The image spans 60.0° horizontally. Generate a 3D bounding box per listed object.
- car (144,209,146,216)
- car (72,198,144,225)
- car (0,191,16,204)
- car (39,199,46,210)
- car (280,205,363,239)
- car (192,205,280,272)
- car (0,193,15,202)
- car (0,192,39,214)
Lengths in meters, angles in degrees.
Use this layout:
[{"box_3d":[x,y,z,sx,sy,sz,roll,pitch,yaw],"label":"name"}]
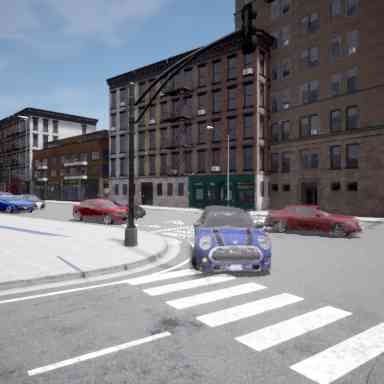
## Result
[{"box_3d":[-5.447,1.278,25.422,4.181,1.385,1.994,1,0,38],"label":"car"},{"box_3d":[-5.733,1.199,21.530,5.008,1.535,1.882,1,0,38],"label":"car"},{"box_3d":[-27.577,0.786,48.237,4.553,1.767,2.097,1,0,41],"label":"car"},{"box_3d":[-17.159,1.052,34.806,4.902,1.511,2.128,1,0,40],"label":"car"},{"box_3d":[6.015,1.398,16.766,4.674,1.442,1.812,1,0,36],"label":"car"},{"box_3d":[1.153,1.320,10.877,2.097,1.767,4.553,0,1,0],"label":"car"},{"box_3d":[-31.807,0.910,56.397,4.674,1.442,1.812,0,0,42],"label":"car"},{"box_3d":[-15.963,1.065,29.622,5.008,1.535,1.882,0,0,39],"label":"car"}]
